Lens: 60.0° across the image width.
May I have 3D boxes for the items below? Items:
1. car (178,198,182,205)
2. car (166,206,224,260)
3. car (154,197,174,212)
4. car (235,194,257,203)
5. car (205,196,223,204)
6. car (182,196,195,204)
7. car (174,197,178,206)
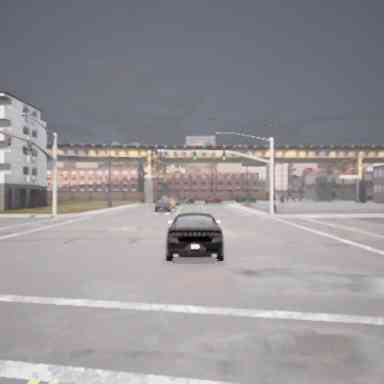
[{"bbox_3d":[-3.492,1.627,60.775,2.097,1.767,4.553,0,0,2],"label":"car"},{"bbox_3d":[0.094,1.503,12.490,1.882,1.535,5.008,0,0,0],"label":"car"},{"bbox_3d":[-3.578,1.693,41.509,1.837,1.490,4.892,0,0,0],"label":"car"},{"bbox_3d":[12.873,1.587,79.767,5.566,2.045,2.150,0,0,-24],"label":"car"},{"bbox_3d":[4.902,1.688,73.578,2.097,1.767,4.553,0,0,39],"label":"car"},{"bbox_3d":[-1.096,1.674,70.621,2.097,1.767,4.553,0,0,23],"label":"car"},{"bbox_3d":[-3.556,1.707,50.721,1.882,1.535,5.008,0,0,1],"label":"car"}]
